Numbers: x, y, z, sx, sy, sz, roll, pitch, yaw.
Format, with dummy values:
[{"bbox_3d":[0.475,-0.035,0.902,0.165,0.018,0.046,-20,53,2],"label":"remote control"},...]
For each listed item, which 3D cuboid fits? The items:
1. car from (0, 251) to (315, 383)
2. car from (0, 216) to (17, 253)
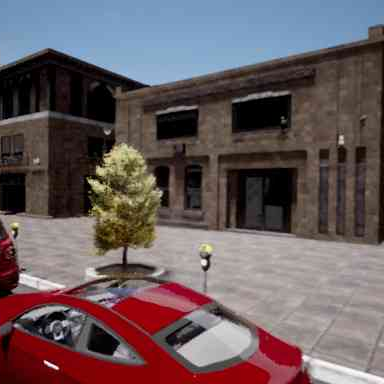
[{"bbox_3d":[-0.899,1.563,3.506,4.206,1.307,1.802,1,1,36],"label":"car"},{"bbox_3d":[-5.521,1.254,6.800,5.009,1.841,2.192,1,1,36],"label":"car"}]
